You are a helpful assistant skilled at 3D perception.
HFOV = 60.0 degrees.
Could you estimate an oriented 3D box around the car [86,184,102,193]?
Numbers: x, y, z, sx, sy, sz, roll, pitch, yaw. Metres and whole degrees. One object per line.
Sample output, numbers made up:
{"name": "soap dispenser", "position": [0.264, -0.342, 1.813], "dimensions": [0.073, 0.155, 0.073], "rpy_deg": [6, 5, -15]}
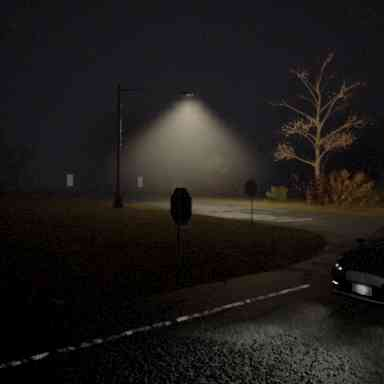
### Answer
{"name": "car", "position": [-17.459, -0.695, 59.871], "dimensions": [2.097, 1.767, 4.553], "rpy_deg": [0, 2, -35]}

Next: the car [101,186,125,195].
{"name": "car", "position": [-12.134, -0.187, 52.398], "dimensions": [1.994, 1.385, 4.181], "rpy_deg": [0, 2, -35]}

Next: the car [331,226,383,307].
{"name": "car", "position": [5.090, 1.436, 7.469], "dimensions": [4.902, 1.511, 2.128], "rpy_deg": [-2, 1, -35]}
